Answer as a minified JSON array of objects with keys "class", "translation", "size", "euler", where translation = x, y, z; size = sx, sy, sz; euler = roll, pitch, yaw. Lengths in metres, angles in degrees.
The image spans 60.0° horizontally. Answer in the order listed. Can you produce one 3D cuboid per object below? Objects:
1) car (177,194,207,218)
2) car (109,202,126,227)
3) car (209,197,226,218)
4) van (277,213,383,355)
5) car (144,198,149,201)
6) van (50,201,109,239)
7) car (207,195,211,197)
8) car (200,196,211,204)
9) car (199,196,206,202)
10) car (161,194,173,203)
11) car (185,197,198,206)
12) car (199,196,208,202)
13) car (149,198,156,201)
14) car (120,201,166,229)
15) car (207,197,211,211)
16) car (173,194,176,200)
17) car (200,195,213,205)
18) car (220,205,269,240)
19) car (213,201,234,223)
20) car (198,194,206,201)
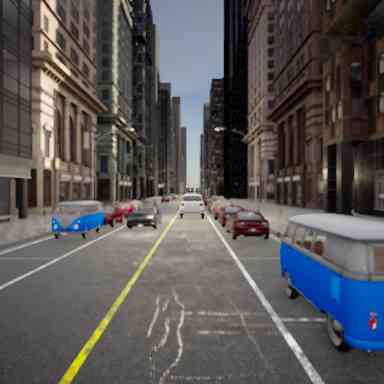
[{"class":"car","translation":[0.018,1.248,30.735],"size":[2.150,2.045,5.566],"euler":[0,0,0]},{"class":"car","translation":[-5.789,1.578,22.722],"size":[1.887,1.381,4.507],"euler":[0,0,0]},{"class":"car","translation":[2.730,1.481,28.341],"size":[1.967,1.590,4.097],"euler":[0,0,0]},{"class":"van","translation":[2.753,1.350,5.933],"size":[1.690,1.788,3.998],"euler":[0,0,0]},{"class":"car","translation":[-5.801,1.575,33.756],"size":[1.752,1.417,4.829],"euler":[0,0,0]},{"class":"van","translation":[-5.784,1.366,17.120],"size":[1.690,1.788,3.998],"euler":[0,0,0]},{"class":"car","translation":[2.707,1.619,50.748],"size":[1.887,1.381,4.507],"euler":[0,0,0]},{"class":"car","translation":[2.688,1.540,67.553],"size":[1.967,1.590,4.097],"euler":[0,0,0]},{"class":"car","translation":[2.671,1.653,84.528],"size":[1.752,1.417,4.829],"euler":[0,0,0]},{"class":"car","translation":[-5.842,1.654,73.140],"size":[1.887,1.381,4.507],"euler":[0,0,0]},{"class":"car","translation":[-0.057,1.589,57.137],"size":[2.163,1.488,4.792],"euler":[0,0,0]},{"class":"car","translation":[2.677,1.669,78.757],"size":[2.008,1.369,4.403],"euler":[0,0,0]},{"class":"car","translation":[-5.813,1.506,45.131],"size":[1.967,1.590,4.097],"euler":[0,0,0]},{"class":"car","translation":[-3.024,1.579,22.114],"size":[2.033,1.411,5.357],"euler":[0,0,0]},{"class":"car","translation":[2.724,1.575,34.113],"size":[1.752,1.417,4.829],"euler":[0,0,0]},{"class":"car","translation":[-5.854,1.679,84.345],"size":[2.008,1.369,4.403],"euler":[0,0,0]},{"class":"car","translation":[2.694,1.406,61.952],"size":[2.192,1.841,5.009],"euler":[0,0,0]},{"class":"car","translation":[2.742,1.569,17.137],"size":[1.887,1.381,4.507],"euler":[0,0,0]},{"class":"car","translation":[2.736,1.578,22.739],"size":[1.887,1.381,4.507],"euler":[0,0,0]},{"class":"car","translation":[2.664,1.452,89.961],"size":[2.192,1.841,5.009],"euler":[0,0,0]}]
